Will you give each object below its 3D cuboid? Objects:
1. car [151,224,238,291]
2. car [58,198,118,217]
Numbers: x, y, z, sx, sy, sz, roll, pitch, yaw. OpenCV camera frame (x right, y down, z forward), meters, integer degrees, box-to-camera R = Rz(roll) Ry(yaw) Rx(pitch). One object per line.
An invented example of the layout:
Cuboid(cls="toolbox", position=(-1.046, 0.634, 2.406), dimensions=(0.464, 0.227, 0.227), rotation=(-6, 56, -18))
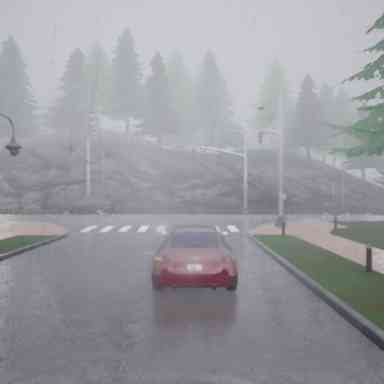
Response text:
Cuboid(cls="car", position=(0.073, 1.562, 9.035), dimensions=(1.994, 1.385, 4.181), rotation=(0, 0, 0))
Cuboid(cls="car", position=(-8.977, 1.311, 28.736), dimensions=(5.008, 1.535, 1.882), rotation=(0, -1, 4))
